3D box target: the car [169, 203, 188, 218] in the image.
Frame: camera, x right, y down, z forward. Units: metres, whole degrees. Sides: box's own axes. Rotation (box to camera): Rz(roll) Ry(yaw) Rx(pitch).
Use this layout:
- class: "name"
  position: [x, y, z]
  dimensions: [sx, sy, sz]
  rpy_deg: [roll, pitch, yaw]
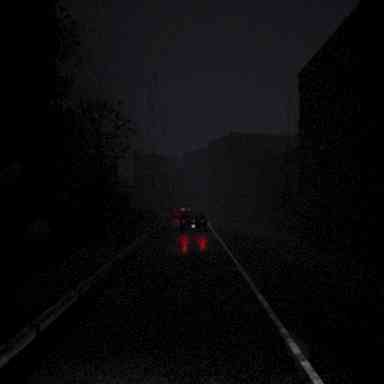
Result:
- class: "car"
  position: [-1.530, 2.197, 41.225]
  dimensions: [2.097, 1.767, 4.553]
  rpy_deg: [0, -1, -11]

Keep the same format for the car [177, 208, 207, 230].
- class: "car"
  position: [0.092, 2.097, 24.764]
  dimensions: [1.895, 1.301, 4.718]
  rpy_deg: [0, -2, 0]
